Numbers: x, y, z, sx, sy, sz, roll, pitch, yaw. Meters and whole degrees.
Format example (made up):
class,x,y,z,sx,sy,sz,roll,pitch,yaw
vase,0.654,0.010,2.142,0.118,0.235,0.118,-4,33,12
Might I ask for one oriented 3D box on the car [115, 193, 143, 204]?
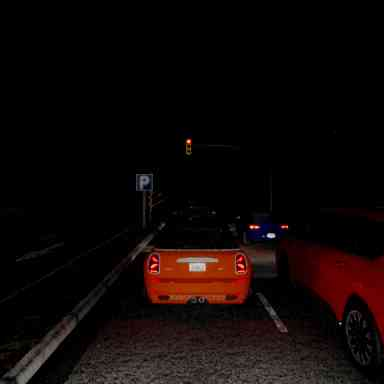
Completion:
class,x,y,z,sx,sy,sz,roll,pitch,yaw
car,-11.565,1.364,60.316,4.792,1.488,2.163,-1,0,-15

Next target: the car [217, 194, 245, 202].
class,x,y,z,sx,sy,sz,roll,pitch,yaw
car,8.064,1.270,68.914,5.366,1.575,1.946,1,0,-13

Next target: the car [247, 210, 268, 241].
class,x,y,z,sx,sy,sz,roll,pitch,yaw
car,3.132,1.550,15.375,1.812,1.442,4.674,0,0,0

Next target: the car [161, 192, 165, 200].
class,x,y,z,sx,sy,sz,roll,pitch,yaw
car,-9.426,1.366,78.273,4.674,1.452,2.002,-1,0,-13

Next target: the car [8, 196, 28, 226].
class,x,y,z,sx,sy,sz,roll,pitch,yaw
car,-13.671,1.405,22.505,4.553,1.767,2.185,-1,0,-19

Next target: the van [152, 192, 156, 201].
class,x,y,z,sx,sy,sz,roll,pitch,yaw
van,-10.380,1.099,69.303,4.442,1.987,1.878,-1,0,-14

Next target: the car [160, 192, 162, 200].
class,x,y,z,sx,sy,sz,roll,pitch,yaw
car,-9.791,1.366,75.270,4.674,1.452,2.002,-1,0,-13

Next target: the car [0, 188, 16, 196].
class,x,y,z,sx,sy,sz,roll,pitch,yaw
car,-28.267,0.141,51.150,2.002,1.452,4.674,6,-3,-20

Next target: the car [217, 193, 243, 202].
class,x,y,z,sx,sy,sz,roll,pitch,yaw
car,7.534,1.147,65.919,4.553,1.767,2.185,1,0,-14

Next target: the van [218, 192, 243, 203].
class,x,y,z,sx,sy,sz,roll,pitch,yaw
van,7.157,1.048,62.949,4.442,1.987,1.878,1,0,-14

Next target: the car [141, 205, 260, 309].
class,x,y,z,sx,sy,sz,roll,pitch,yaw
car,0.101,1.365,8.071,2.097,1.767,4.553,0,0,0

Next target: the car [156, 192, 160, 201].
class,x,y,z,sx,sy,sz,roll,pitch,yaw
car,-10.158,1.328,72.274,4.892,1.521,2.231,-1,0,-14

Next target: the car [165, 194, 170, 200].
class,x,y,z,sx,sy,sz,roll,pitch,yaw
car,-8.623,1.365,84.256,4.674,1.452,2.002,-1,0,-12

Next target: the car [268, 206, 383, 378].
class,x,y,z,sx,sy,sz,roll,pitch,yaw
car,3.099,1.230,5.681,2.150,2.045,5.566,0,0,-1

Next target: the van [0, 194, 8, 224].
class,x,y,z,sx,sy,sz,roll,pitch,yaw
van,-13.640,1.298,19.528,4.442,1.987,1.878,-1,0,-20

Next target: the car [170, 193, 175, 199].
class,x,y,z,sx,sy,sz,roll,pitch,yaw
car,-8.178,1.073,87.263,5.566,2.045,2.435,-1,0,-12

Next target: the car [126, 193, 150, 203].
class,x,y,z,sx,sy,sz,roll,pitch,yaw
car,-10.839,1.202,66.262,4.553,1.767,2.185,-1,0,-14

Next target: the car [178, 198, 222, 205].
class,x,y,z,sx,sy,sz,roll,pitch,yaw
car,0.142,1.380,16.717,2.097,1.767,4.553,0,0,0

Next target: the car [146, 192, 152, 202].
class,x,y,z,sx,sy,sz,roll,pitch,yaw
car,-10.927,1.321,63.309,5.366,1.575,1.946,-1,0,-15
